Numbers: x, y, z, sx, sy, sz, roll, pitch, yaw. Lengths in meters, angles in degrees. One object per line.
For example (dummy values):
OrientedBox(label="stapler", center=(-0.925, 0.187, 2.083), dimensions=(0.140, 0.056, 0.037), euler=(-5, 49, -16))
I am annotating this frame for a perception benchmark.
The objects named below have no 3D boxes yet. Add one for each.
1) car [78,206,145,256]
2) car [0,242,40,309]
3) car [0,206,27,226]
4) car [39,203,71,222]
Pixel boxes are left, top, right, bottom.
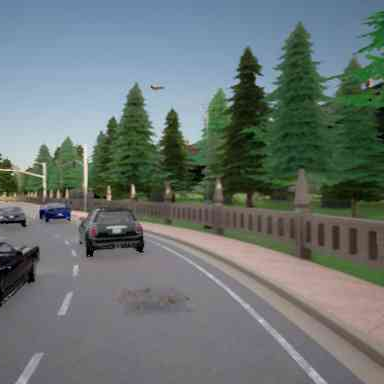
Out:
OrientedBox(label="car", center=(-3.458, 1.402, 13.714), dimensions=(2.097, 1.767, 4.553), euler=(-1, 0, -22))
OrientedBox(label="car", center=(-4.504, 1.654, 6.731), dimensions=(1.895, 1.301, 4.718), euler=(-1, 0, -13))
OrientedBox(label="car", center=(-13.097, 1.705, 23.892), dimensions=(2.033, 1.411, 5.357), euler=(-1, 0, -32))
OrientedBox(label="car", center=(-11.544, 1.624, 27.923), dimensions=(1.882, 1.535, 5.008), euler=(-1, 0, -32))
